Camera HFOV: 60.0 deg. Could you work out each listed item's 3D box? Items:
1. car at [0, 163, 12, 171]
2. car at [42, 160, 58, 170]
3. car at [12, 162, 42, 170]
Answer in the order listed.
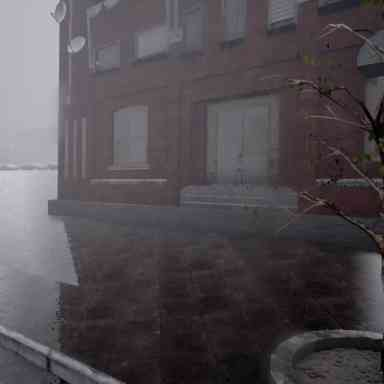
[{"bbox_3d":[-26.642,-3.431,48.318,4.674,1.452,2.002,1,1,28],"label":"car"},{"bbox_3d":[-16.727,-3.372,43.423,4.553,1.767,2.185,1,1,26],"label":"car"},{"bbox_3d":[-21.809,-3.369,45.863,4.892,1.521,2.231,1,1,27],"label":"car"}]
